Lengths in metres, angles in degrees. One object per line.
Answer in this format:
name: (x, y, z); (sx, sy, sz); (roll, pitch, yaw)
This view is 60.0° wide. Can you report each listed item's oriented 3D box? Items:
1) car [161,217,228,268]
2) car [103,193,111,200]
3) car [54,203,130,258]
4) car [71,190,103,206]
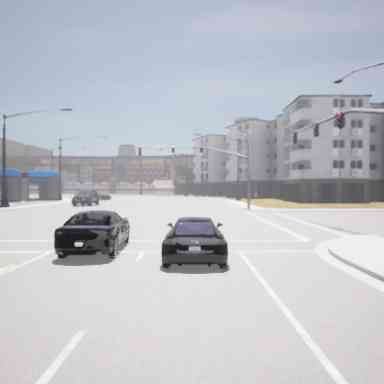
car: (0.097, 1.515, 11.194); (1.994, 1.385, 4.181); (0, 1, 1)
car: (-16.050, 0.834, 61.135); (1.895, 1.301, 4.718); (0, 1, -23)
car: (-3.560, 1.414, 12.608); (1.882, 1.535, 5.008); (0, 1, -3)
car: (-13.461, 0.741, 42.393); (2.150, 2.045, 5.566); (0, 2, 0)
